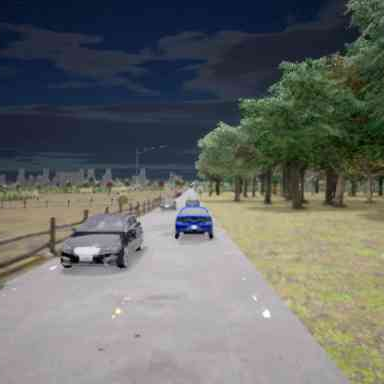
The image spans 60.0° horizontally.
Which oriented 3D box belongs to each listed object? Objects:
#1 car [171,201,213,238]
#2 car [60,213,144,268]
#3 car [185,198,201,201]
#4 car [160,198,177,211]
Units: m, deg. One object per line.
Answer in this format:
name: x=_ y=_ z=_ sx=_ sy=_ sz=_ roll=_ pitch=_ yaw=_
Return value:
car: x=0.100 y=1.493 z=17.977 sx=1.882 sy=1.535 sz=5.008 roll=0 pitch=0 yaw=0
car: x=-2.821 y=1.502 z=11.367 sx=2.128 sy=1.511 sz=4.902 roll=0 pitch=0 yaw=0
car: x=0.097 y=1.462 z=43.638 sx=2.128 sy=1.511 sz=4.902 roll=0 pitch=0 yaw=0
car: x=-2.837 y=1.473 z=40.672 sx=2.128 sy=1.511 sz=4.902 roll=0 pitch=0 yaw=0
